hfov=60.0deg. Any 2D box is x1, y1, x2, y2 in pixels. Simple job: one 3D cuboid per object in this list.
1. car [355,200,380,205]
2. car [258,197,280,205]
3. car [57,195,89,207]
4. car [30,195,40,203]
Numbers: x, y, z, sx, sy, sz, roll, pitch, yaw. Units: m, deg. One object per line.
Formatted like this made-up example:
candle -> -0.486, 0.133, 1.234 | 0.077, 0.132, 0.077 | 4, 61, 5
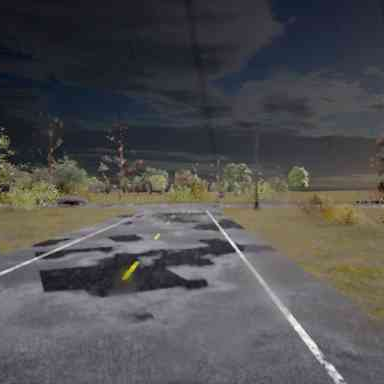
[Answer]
car -> 31.424, 1.685, 58.861 | 4.718, 1.301, 1.895 | 0, 0, -2
car -> 13.227, 1.615, 58.337 | 4.181, 1.385, 1.994 | 0, 0, -2
car -> -17.993, 1.277, 50.508 | 4.553, 1.767, 2.097 | 0, 0, -2
car -> -28.798, 1.212, 57.194 | 4.553, 1.767, 2.097 | 0, 0, -2
